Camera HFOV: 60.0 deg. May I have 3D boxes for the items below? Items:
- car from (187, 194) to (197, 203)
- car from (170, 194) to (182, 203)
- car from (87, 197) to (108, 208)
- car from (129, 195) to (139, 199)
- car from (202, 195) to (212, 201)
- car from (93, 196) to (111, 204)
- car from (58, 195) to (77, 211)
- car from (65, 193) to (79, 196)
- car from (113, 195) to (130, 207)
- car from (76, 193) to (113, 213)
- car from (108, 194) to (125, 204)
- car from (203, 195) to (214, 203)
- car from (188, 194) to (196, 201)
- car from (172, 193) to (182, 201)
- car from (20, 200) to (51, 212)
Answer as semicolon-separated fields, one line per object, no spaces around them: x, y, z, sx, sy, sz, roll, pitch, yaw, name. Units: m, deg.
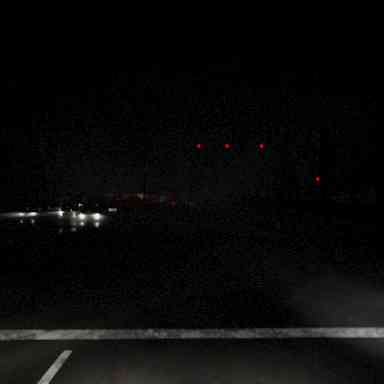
0.016;1.479;68.226;1.837;1.490;4.892;0;0;0;car
-3.484;1.479;68.227;1.837;1.490;4.892;0;0;0;car
-14.069;1.545;49.786;1.994;1.385;4.181;0;0;0;car
-10.550;1.329;59.325;2.097;1.767;4.553;0;0;0;car
3.519;1.342;78.645;2.033;1.411;5.357;0;0;0;car
-17.489;1.523;64.927;2.033;1.411;5.357;0;0;0;car
-14.074;1.489;39.919;1.837;1.490;4.892;0;0;0;car
-17.556;1.204;48.844;2.150;2.045;5.566;0;0;1;car
-10.579;1.530;46.451;2.033;1.411;5.357;0;0;0;car
-10.582;1.338;36.385;2.097;1.767;4.553;0;0;0;car
-14.027;1.327;62.288;2.097;1.767;4.553;0;0;1;car
3.516;1.521;68.226;2.033;1.411;5.357;0;0;0;car
0.019;1.280;78.646;1.882;1.535;5.008;0;0;0;car
-3.481;1.157;78.617;2.097;1.767;4.553;0;0;0;car
-17.579;1.549;37.542;1.994;1.385;4.181;0;0;0;car
